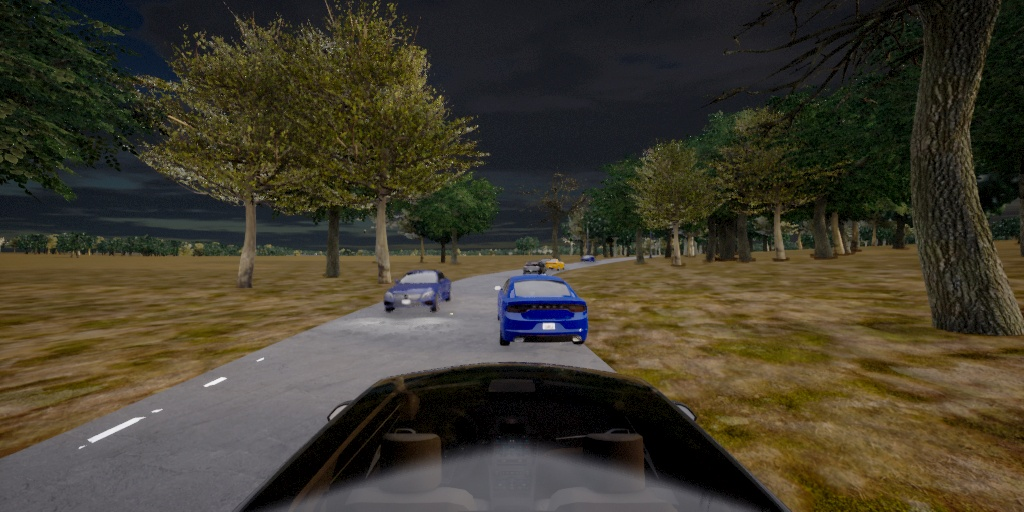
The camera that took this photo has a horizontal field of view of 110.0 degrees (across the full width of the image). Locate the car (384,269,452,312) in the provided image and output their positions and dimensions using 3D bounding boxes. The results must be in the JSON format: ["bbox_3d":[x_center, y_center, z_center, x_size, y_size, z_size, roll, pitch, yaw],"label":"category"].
[{"bbox_3d":[-3.544,1.275,14.271,1.812,1.442,4.674,0,0,0],"label":"car"}]

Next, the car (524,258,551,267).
[{"bbox_3d":[2.463,1.236,37.660,2.128,1.511,4.902,0,0,14],"label":"car"}]

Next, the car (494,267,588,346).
[{"bbox_3d":[0.577,1.228,9.513,1.882,1.535,5.008,0,0,-3],"label":"car"}]

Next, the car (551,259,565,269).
[{"bbox_3d":[5.775,1.149,48.374,1.882,1.535,5.008,0,1,21],"label":"car"}]
